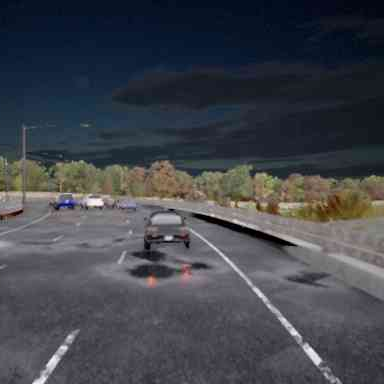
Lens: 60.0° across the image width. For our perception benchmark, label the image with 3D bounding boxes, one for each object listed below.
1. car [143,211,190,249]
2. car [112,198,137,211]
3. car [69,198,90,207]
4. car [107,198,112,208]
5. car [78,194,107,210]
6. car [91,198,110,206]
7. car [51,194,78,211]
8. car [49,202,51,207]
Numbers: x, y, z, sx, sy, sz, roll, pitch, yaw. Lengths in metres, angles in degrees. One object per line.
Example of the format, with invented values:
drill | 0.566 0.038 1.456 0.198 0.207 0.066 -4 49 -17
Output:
car | -1.179 1.549 14.688 1.812 1.442 4.674 0 0 -8
car | -8.280 1.616 41.602 2.033 1.411 5.357 0 0 -22
car | -18.642 1.680 54.968 2.033 1.411 5.357 0 0 -33
car | -10.878 1.591 47.680 1.837 1.490 4.892 0 0 -27
car | -13.685 1.322 45.469 2.150 2.045 5.566 0 0 -27
car | -15.609 1.681 56.714 1.994 1.385 4.181 0 0 -33
car | -16.951 1.339 44.164 2.150 2.045 5.566 0 0 -27
car | -21.267 1.747 52.530 1.895 1.301 4.718 0 0 -33
